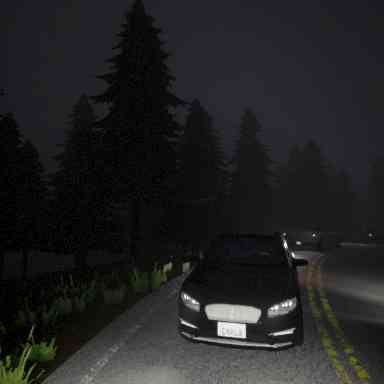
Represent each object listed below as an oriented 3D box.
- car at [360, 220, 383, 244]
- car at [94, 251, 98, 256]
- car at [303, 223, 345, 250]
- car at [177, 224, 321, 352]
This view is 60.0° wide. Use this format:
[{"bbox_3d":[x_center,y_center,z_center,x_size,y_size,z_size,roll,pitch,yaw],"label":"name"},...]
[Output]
[{"bbox_3d":[15.909,3.230,26.487,5.566,2.045,2.150,8,-8,-28],"label":"car"},{"bbox_3d":[-20.222,13.650,73.007,4.181,1.381,1.994,-2,-5,31],"label":"car"},{"bbox_3d":[6.535,2.311,17.748,1.895,1.301,4.718,-3,-6,39],"label":"car"},{"bbox_3d":[1.138,1.562,6.627,2.128,1.511,4.902,-1,-2,15],"label":"car"}]
